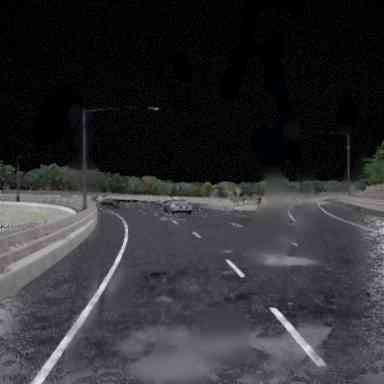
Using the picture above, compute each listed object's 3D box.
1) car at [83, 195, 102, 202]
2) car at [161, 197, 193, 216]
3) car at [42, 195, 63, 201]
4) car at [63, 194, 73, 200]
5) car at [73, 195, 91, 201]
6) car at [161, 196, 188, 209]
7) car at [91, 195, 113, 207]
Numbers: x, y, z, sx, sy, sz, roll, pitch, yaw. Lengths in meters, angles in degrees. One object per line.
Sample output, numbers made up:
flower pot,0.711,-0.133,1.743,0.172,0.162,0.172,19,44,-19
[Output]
car,-22.000,1.346,73.364,4.892,1.490,1.837,0,0,45
car,-1.509,1.434,31.684,2.033,1.411,5.357,0,0,-19
car,-30.909,1.443,72.508,5.357,1.411,2.033,0,0,42
car,-28.631,1.251,75.177,5.357,1.411,2.033,0,0,42
car,-21.819,1.389,67.871,1.812,1.442,4.674,-1,0,-42
car,-2.363,1.323,43.427,1.882,1.535,5.008,0,0,-24
car,-13.173,1.392,49.389,1.837,1.490,4.892,0,0,-29
